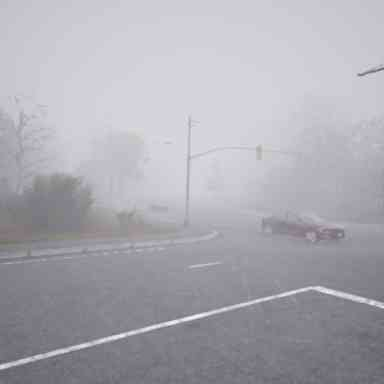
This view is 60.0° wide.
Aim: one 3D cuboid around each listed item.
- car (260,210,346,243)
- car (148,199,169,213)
[{"bbox_3d":[5.902,1.797,18.199,1.882,1.535,5.008,2,-1,-29],"label":"car"},{"bbox_3d":[-4.171,1.646,40.889,1.882,1.535,5.008,2,1,-18],"label":"car"}]
